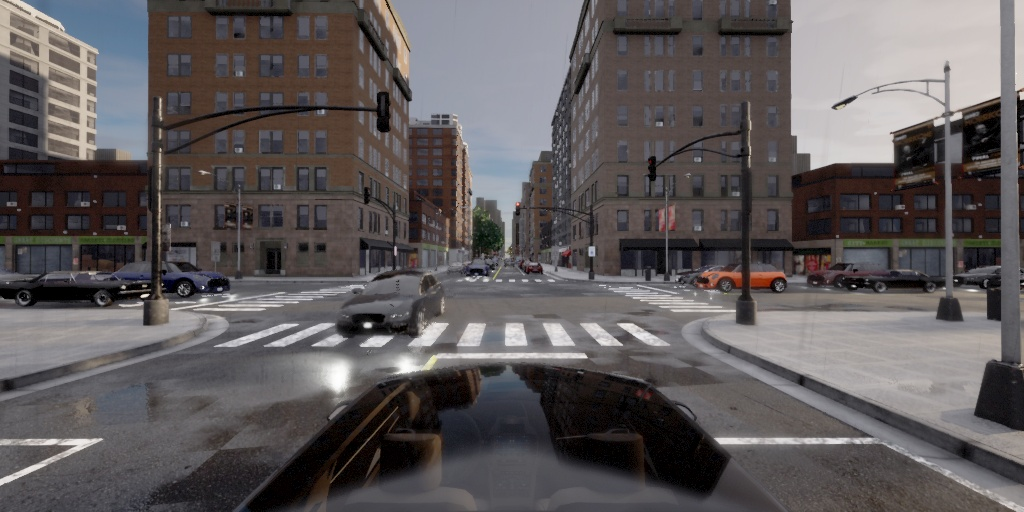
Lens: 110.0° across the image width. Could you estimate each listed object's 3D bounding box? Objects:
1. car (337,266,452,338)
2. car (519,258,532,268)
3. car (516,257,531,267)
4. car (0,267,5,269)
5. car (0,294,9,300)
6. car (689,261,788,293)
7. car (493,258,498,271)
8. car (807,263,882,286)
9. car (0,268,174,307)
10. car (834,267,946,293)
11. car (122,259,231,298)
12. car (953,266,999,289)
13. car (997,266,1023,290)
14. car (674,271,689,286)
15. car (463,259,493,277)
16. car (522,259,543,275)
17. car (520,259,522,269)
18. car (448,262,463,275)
[{"bbox_3d":[-3.117,1.211,10.168,1.837,1.490,4.892,0,1,0],"label":"car"},{"bbox_3d":[2.303,1.325,51.048,1.751,1.417,4.829,0,0,-1],"label":"car"},{"bbox_3d":[2.239,1.127,56.385,2.192,1.841,5.009,0,0,-1],"label":"car"},{"bbox_3d":[-25.930,1.181,17.308,5.357,1.411,2.033,0,0,-1],"label":"car"},{"bbox_3d":[-5.855,1.190,1.406,1.967,1.591,4.097,0,0,0],"label":"car"},{"bbox_3d":[13.379,1.181,21.095,4.553,1.767,2.097,0,0,-1],"label":"car"},{"bbox_3d":[-3.456,1.150,50.602,2.097,1.767,4.553,0,0,-1],"label":"car"},{"bbox_3d":[22.871,1.249,24.424,4.553,1.767,2.097,0,0,-1],"label":"car"},{"bbox_3d":[-16.674,1.245,14.131,4.718,1.301,1.895,0,0,0],"label":"car"},{"bbox_3d":[22.365,1.470,21.170,4.718,1.301,1.895,0,0,-1],"label":"car"},{"bbox_3d":[-16.456,1.024,17.416,4.553,1.767,2.097,0,0,-1],"label":"car"},{"bbox_3d":[32.755,1.447,24.500,4.892,1.490,1.837,0,0,0],"label":"car"},{"bbox_3d":[32.304,1.478,21.247,4.181,1.385,1.994,0,0,-1],"label":"car"},{"bbox_3d":[13.677,1.348,24.363,4.902,1.511,2.128,0,0,0],"label":"car"},{"bbox_3d":[-3.311,1.127,35.659,2.097,1.767,4.553,0,0,0],"label":"car"},{"bbox_3d":[2.438,1.324,39.865,1.888,1.381,4.507,0,0,-1],"label":"car"},{"bbox_3d":[2.372,1.354,45.372,1.948,1.339,4.313,0,0,-1],"label":"car"},{"bbox_3d":[-6.087,1.329,39.766,2.007,1.370,4.403,0,0,-1],"label":"car"}]
